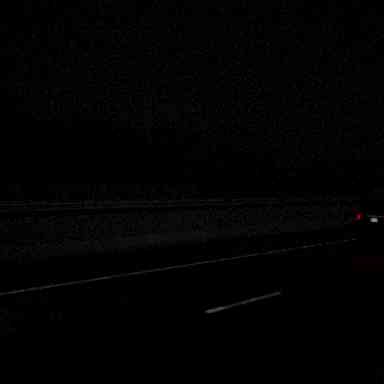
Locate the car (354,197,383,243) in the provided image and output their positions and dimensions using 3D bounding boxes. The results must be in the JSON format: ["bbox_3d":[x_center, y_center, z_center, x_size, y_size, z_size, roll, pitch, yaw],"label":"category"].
[{"bbox_3d":[9.534,1.225,14.980,5.566,2.045,2.150,0,0,-36],"label":"car"}]
